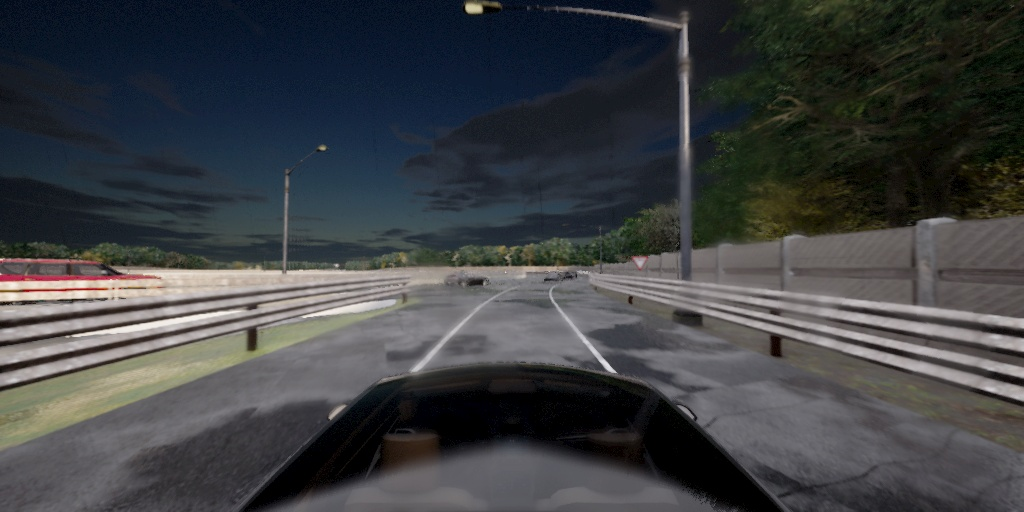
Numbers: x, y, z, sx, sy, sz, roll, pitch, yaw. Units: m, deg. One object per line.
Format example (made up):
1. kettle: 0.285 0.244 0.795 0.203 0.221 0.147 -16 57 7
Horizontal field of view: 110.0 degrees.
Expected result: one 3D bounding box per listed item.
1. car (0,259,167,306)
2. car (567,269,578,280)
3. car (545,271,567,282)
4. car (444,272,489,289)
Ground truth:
1. car: -18.382 1.181 15.151 5.566 2.045 2.150 2 -3 -45
2. car: 10.185 3.455 64.252 1.837 1.490 4.892 0 -2 16
3. car: 6.185 3.037 52.313 1.994 1.385 4.181 -1 -2 22
4. car: -4.035 2.181 32.711 2.128 1.511 4.902 -1 -3 33
